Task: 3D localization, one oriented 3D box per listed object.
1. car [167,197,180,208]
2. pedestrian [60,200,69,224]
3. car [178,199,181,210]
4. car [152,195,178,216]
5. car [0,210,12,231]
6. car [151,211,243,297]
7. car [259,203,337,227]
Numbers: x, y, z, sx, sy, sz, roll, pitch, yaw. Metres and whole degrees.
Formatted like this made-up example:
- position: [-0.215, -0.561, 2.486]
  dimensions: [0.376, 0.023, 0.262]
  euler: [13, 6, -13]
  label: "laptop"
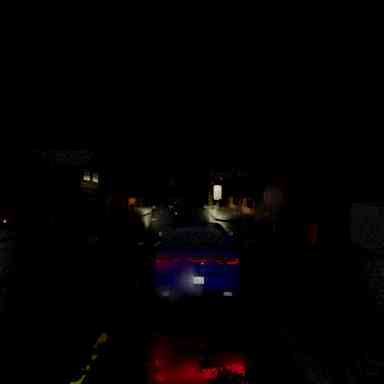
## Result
- position: [-3.007, 1.666, 56.042]
  dimensions: [2.097, 1.767, 4.553]
  euler: [0, -1, -2]
  label: "car"
- position: [-9.642, 1.454, 25.093]
  dimensions: [0.375, 1.860, 0.375]
  euler: [0, -1, 1]
  label: "pedestrian"
- position: [-2.813, 1.411, 44.170]
  dimensions: [2.150, 2.045, 5.566]
  euler: [0, 0, 0]
  label: "car"
- position: [-2.811, 1.468, 33.925]
  dimensions: [2.097, 1.767, 4.553]
  euler: [0, 0, 0]
  label: "car"
- position: [-13.529, 1.375, 19.272]
  dimensions: [5.566, 2.045, 2.150]
  euler: [-1, -2, 1]
  label: "car"
- position: [0.105, 1.492, 8.652]
  dimensions: [1.882, 1.535, 5.008]
  euler: [0, 0, 0]
  label: "car"
- position: [6.920, 1.482, 21.940]
  dimensions: [4.902, 1.511, 2.128]
  euler: [-1, -2, 1]
  label: "car"
